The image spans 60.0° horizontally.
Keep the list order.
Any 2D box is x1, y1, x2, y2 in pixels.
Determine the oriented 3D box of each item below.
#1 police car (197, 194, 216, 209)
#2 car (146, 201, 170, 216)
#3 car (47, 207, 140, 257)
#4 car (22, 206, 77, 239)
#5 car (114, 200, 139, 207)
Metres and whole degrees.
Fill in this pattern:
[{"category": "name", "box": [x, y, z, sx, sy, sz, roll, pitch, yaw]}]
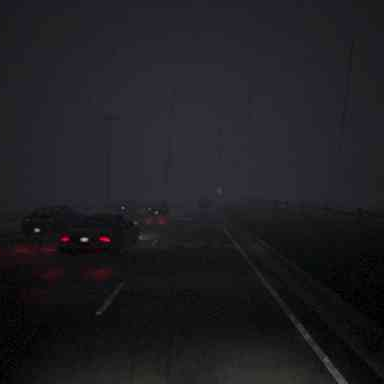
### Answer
[{"category": "police car", "box": [1.627, 1.329, 42.550, 1.930, 1.638, 5.238, 0, 0, 1]}, {"category": "car", "box": [-3.107, 1.527, 31.690, 1.895, 1.301, 4.718, 0, 0, 1]}, {"category": "car", "box": [-3.292, 1.516, 12.764, 2.033, 1.411, 5.357, 0, 0, 1]}, {"category": "car", "box": [-6.749, 1.449, 16.975, 2.128, 1.511, 4.902, 0, 0, 1]}, {"category": "car", "box": [-6.584, 1.483, 33.838, 1.994, 1.385, 4.181, 0, 0, 1]}]
